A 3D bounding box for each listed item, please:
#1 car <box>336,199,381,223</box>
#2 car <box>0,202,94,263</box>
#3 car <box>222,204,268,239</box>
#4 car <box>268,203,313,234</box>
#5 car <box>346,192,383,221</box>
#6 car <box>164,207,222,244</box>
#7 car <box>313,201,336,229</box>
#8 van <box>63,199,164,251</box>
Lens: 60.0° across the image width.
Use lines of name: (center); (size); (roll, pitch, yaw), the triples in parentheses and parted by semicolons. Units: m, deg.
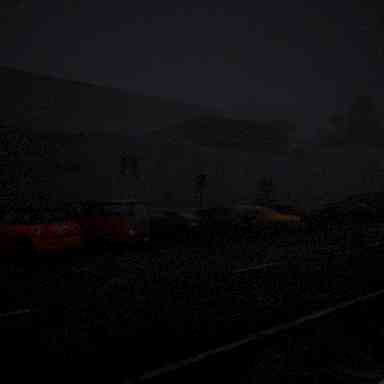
car: (10.905, 1.423, 24.373); (4.674, 1.452, 2.002); (-1, 0, 35)
car: (-6.093, 1.370, 12.236); (4.553, 1.767, 2.185); (-1, -1, 34)
car: (1.151, 1.508, 17.462); (4.792, 1.488, 2.163); (-1, 0, 35)
car: (3.766, 1.454, 19.081); (5.366, 1.575, 1.946); (-1, -1, 35)
car: (13.303, 1.100, 26.122); (5.566, 2.045, 2.435); (-1, 0, 35)
car: (-1.251, 1.527, 15.712); (4.674, 1.452, 2.002); (-1, 0, 35)
car: (6.067, 1.469, 20.898); (4.792, 1.488, 2.163); (-1, -1, 35)
van: (-3.582, 1.268, 13.930); (4.442, 1.987, 1.878); (-1, -1, 35)
